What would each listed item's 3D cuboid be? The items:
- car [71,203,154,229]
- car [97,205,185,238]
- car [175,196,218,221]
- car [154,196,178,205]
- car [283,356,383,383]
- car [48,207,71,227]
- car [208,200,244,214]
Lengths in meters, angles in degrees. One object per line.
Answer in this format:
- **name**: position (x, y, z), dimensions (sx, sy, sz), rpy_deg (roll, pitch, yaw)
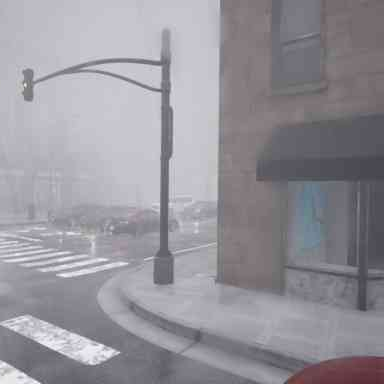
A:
- **car**: position (-4.961, 1.615, 21.529), dimensions (1.837, 1.490, 4.892), rpy_deg (1, 0, 35)
- **car**: position (-2.702, 1.678, 18.746), dimensions (1.812, 1.442, 4.674), rpy_deg (1, 0, 36)
- **car**: position (0.943, 1.550, 29.810), dimensions (2.097, 1.767, 4.553), rpy_deg (1, 0, 36)
- **car**: position (-1.751, 1.372, 31.636), dimensions (2.150, 2.045, 5.566), rpy_deg (1, 0, 35)
- **car**: position (2.434, 1.545, 1.217), dimensions (4.507, 1.381, 1.887), rpy_deg (0, 1, 35)
- **car**: position (-7.612, 1.568, 23.409), dimensions (1.837, 1.490, 4.892), rpy_deg (1, 0, 35)
- **car**: position (4.221, 1.731, 39.995), dimensions (2.128, 1.511, 4.902), rpy_deg (1, 0, 36)
